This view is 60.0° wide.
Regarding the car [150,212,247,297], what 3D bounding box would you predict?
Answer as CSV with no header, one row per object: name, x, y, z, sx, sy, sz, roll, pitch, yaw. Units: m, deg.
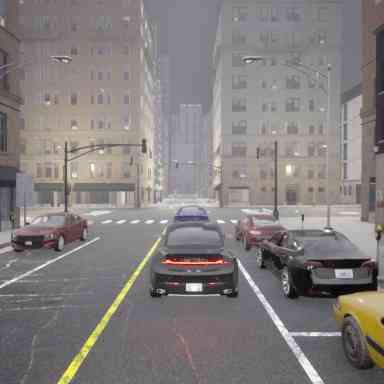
car,0.046,1.503,8.533,1.837,1.490,4.892,0,0,0

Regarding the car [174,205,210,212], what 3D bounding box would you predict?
car,-0.012,1.473,18.483,1.882,1.535,5.008,0,0,0

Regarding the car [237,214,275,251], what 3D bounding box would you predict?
car,2.829,1.578,13.890,1.802,1.307,4.206,-1,0,0

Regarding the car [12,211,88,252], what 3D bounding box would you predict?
car,-5.716,1.541,13.867,1.887,1.381,4.507,-1,0,0

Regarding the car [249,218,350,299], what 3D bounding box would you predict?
car,2.843,1.564,8.305,1.947,1.339,4.313,-1,0,0

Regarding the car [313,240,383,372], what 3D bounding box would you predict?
car,2.855,1.525,2.888,1.752,1.417,4.829,-1,0,0
